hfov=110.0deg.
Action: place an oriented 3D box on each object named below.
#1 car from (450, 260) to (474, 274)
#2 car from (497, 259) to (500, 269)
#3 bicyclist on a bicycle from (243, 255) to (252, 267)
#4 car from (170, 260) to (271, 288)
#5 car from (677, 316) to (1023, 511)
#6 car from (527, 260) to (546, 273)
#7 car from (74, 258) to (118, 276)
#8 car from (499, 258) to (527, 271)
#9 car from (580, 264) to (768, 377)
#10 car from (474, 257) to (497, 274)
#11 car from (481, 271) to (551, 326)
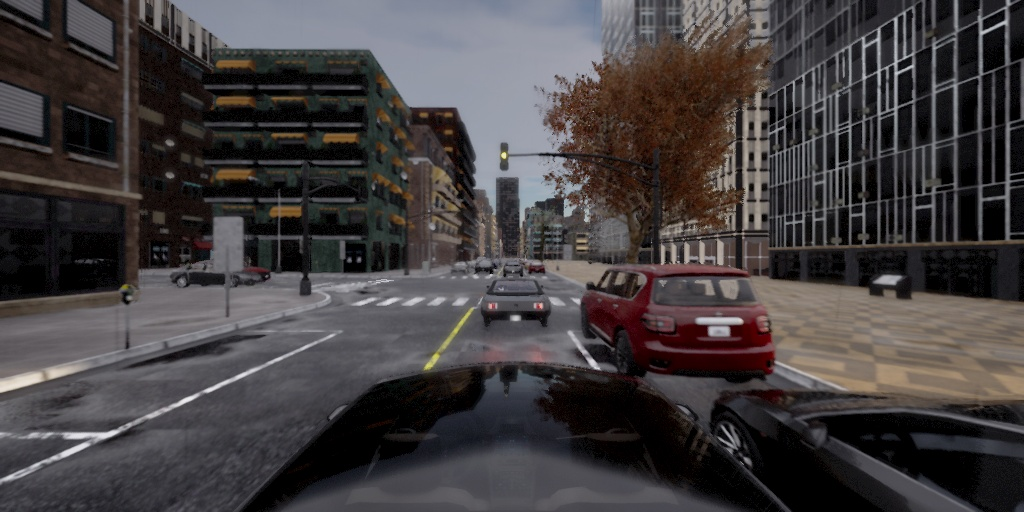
[{"bbox_3d":[-5.681,1.275,39.442,2.007,1.370,4.403,0,0,0],"label":"car"},{"bbox_3d":[-3.062,1.325,53.510,1.895,1.301,4.718,0,0,0],"label":"car"},{"bbox_3d":[-23.163,0.733,31.289,0.582,1.620,1.656,1,0,-1],"label":"bicyclist on a bicycle"},{"bbox_3d":[-16.431,1.074,20.028,4.403,1.370,2.007,0,0,-1],"label":"car"},{"bbox_3d":[2.692,1.316,1.530,1.948,1.339,4.313,0,0,0],"label":"car"},{"bbox_3d":[2.699,1.269,39.440,1.888,1.381,4.507,0,0,0],"label":"car"},{"bbox_3d":[-33.183,0.844,28.242,4.403,1.370,2.007,0,0,-1],"label":"car"},{"bbox_3d":[0.107,1.217,35.595,2.128,1.511,4.902,0,0,0],"label":"car"},{"bbox_3d":[2.693,1.059,7.053,2.192,1.841,5.009,0,0,0],"label":"car"},{"bbox_3d":[-3.086,1.202,40.727,1.882,1.535,5.008,0,0,0],"label":"car"},{"bbox_3d":[0.101,1.341,11.633,1.895,1.301,4.718,0,0,0],"label":"car"}]
